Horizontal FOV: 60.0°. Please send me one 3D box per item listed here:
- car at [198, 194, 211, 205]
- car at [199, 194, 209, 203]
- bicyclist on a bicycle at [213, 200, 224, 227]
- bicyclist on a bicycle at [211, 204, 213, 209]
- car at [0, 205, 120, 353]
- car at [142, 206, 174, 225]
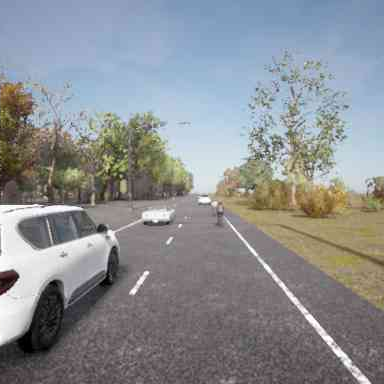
[{"bbox_3d":[2.379,1.383,62.202,2.150,2.045,5.566,0,-1,2],"label":"car"},{"bbox_3d":[2.695,1.423,74.324,2.150,2.045,5.566,0,0,2],"label":"car"},{"bbox_3d":[1.879,1.509,22.092,0.582,1.620,1.656,0,0,2],"label":"bicyclist on a bicycle"},{"bbox_3d":[2.227,1.518,31.760,0.866,1.612,1.509,0,0,2],"label":"bicyclist on a bicycle"},{"bbox_3d":[-3.030,1.242,6.346,2.150,2.045,5.566,0,0,2],"label":"car"},{"bbox_3d":[-2.395,1.670,24.920,1.895,1.301,4.718,0,0,2],"label":"car"}]
